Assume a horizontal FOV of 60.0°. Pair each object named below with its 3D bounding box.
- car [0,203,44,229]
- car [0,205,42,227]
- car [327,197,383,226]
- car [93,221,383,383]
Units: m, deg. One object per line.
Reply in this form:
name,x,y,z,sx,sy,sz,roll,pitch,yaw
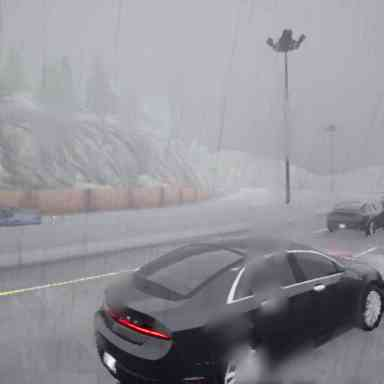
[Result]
car,-12.466,1.549,21.012,5.357,1.411,2.033,-1,1,-38
car,-11.085,1.559,17.672,5.357,1.411,2.033,-1,1,-37
car,8.247,1.195,16.383,1.837,1.490,4.892,0,1,43
car,1.056,1.438,4.914,4.892,1.490,1.837,-1,1,-38
